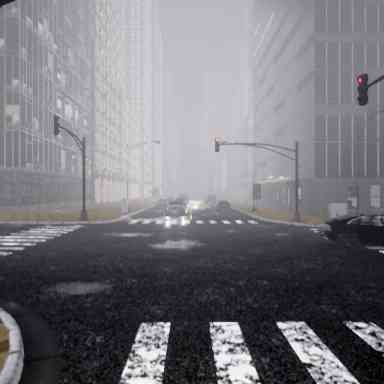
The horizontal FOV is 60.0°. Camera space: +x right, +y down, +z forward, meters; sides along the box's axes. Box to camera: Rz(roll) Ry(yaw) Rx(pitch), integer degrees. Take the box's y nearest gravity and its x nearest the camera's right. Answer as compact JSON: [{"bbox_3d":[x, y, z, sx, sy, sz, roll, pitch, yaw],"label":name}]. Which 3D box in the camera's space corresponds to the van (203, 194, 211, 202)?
[{"bbox_3d":[3.513,1.374,80.441,1.690,1.788,3.998,0,0,0],"label":"van"}]

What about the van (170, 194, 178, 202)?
[{"bbox_3d":[-4.367,1.374,80.388,1.690,1.788,3.998,0,0,0],"label":"van"}]

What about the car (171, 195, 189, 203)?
[{"bbox_3d":[-1.681,1.547,48.408,1.837,1.490,4.892,0,0,0],"label":"car"}]

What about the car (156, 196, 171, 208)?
[{"bbox_3d":[-4.143,1.624,47.223,1.802,1.307,4.206,0,0,0],"label":"car"}]

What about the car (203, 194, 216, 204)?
[{"bbox_3d":[3.625,1.355,63.858,2.192,1.841,5.009,0,0,0],"label":"car"}]

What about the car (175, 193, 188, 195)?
[{"bbox_3d":[-1.714,1.249,67.406,2.150,2.045,5.566,0,0,0],"label":"car"}]

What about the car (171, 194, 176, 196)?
[{"bbox_3d":[-4.255,1.606,63.805,1.947,1.339,4.313,0,0,0],"label":"car"}]

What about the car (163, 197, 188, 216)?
[{"bbox_3d":[-1.585,1.565,33.100,1.812,1.442,4.674,0,0,0],"label":"car"}]

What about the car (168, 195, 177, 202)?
[{"bbox_3d":[-4.329,1.475,74.861,1.967,1.590,4.097,0,0,0],"label":"car"}]

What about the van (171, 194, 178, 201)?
[{"bbox_3d":[-4.404,1.371,85.915,1.690,1.788,3.998,0,0,0],"label":"van"}]

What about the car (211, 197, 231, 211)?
[{"bbox_3d":[3.823,1.606,41.750,1.947,1.339,4.313,0,0,0],"label":"car"}]

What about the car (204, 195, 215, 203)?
[{"bbox_3d":[3.588,1.477,69.386,1.967,1.590,4.097,0,0,0],"label":"car"}]

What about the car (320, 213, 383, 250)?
[{"bbox_3d":[8.025,1.671,14.070,4.902,1.511,2.128,1,1,17],"label":"car"}]
